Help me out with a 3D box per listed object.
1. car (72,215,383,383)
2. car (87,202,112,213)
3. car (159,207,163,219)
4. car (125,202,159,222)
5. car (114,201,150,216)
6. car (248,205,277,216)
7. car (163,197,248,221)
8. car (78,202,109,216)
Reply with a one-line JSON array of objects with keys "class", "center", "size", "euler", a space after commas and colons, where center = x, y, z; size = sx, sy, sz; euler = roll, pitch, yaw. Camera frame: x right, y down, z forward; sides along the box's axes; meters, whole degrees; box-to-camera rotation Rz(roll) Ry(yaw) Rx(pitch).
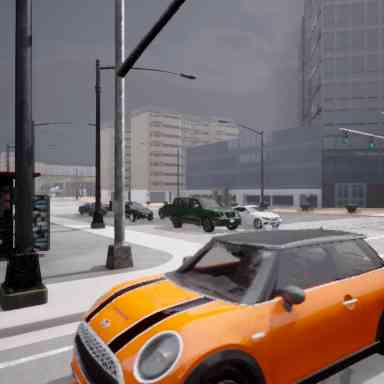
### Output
[{"class": "car", "center": [0.855, 1.350, 4.429], "size": [4.553, 1.767, 2.097], "euler": [0, 0, -33]}, {"class": "car", "center": [-12.706, 2.060, 45.741], "size": [1.994, 1.385, 4.181], "euler": [0, -1, -35]}, {"class": "car", "center": [-1.360, 1.740, 30.107], "size": [1.812, 1.442, 4.674], "euler": [0, -1, -36]}, {"class": "car", "center": [-5.135, 1.741, 29.287], "size": [1.837, 1.490, 4.892], "euler": [0, -1, -36]}, {"class": "car", "center": [-6.873, 1.841, 37.649], "size": [2.128, 1.511, 4.902], "euler": [0, -1, -36]}, {"class": "car", "center": [3.940, 1.635, 22.720], "size": [1.812, 1.442, 4.674], "euler": [0, -1, -35]}, {"class": "car", "center": [0.673, 1.335, 21.289], "size": [2.150, 2.045, 5.566], "euler": [0, -1, -36]}, {"class": "car", "center": [-11.381, 1.939, 37.903], "size": [2.033, 1.411, 5.357], "euler": [0, -1, -36]}]
